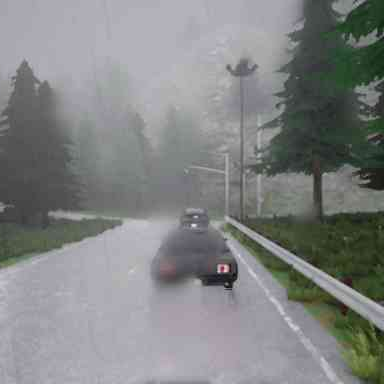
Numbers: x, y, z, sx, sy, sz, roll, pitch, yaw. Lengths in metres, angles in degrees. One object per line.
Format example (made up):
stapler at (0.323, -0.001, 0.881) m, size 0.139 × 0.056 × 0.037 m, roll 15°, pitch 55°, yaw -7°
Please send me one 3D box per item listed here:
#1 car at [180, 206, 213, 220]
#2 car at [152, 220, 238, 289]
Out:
car at (0.270, 1.712, 21.736) m, size 1.837 × 1.490 × 4.892 m, roll 0°, pitch -1°, yaw 3°
car at (0.073, 1.691, 9.363) m, size 1.895 × 1.301 × 4.718 m, roll 0°, pitch -1°, yaw 0°
